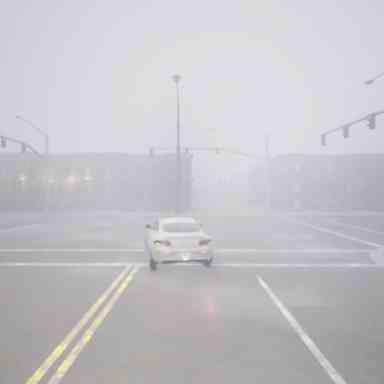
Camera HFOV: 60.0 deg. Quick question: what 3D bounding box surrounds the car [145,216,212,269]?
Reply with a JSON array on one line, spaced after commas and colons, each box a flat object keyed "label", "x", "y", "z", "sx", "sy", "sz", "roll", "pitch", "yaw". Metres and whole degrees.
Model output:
[{"label": "car", "x": -0.568, "y": 1.521, "z": 11.167, "sx": 1.812, "sy": 1.442, "sz": 4.674, "roll": 0, "pitch": 0, "yaw": -10}]
